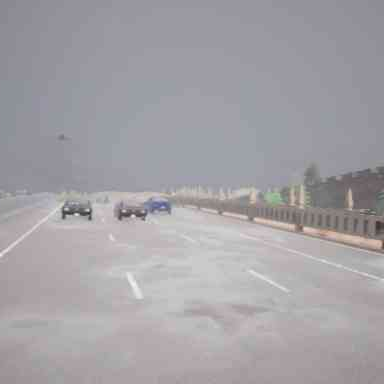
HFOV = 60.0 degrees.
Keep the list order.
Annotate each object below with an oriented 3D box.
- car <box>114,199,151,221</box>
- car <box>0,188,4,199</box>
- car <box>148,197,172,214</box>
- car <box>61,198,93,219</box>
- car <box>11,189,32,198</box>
[{"bbox_3d":[-4.504,1.261,23.952,1.895,1.301,4.718,3,0,-18],"label":"car"},{"bbox_3d":[-24.507,-0.009,40.457,2.097,1.767,4.553,3,-1,-17],"label":"car"},{"bbox_3d":[-3.297,1.172,31.755,1.882,1.535,5.008,3,0,-18],"label":"car"},{"bbox_3d":[-7.826,1.085,22.862,1.895,1.301,4.718,3,0,-18],"label":"car"},{"bbox_3d":[-21.173,0.341,41.486,1.812,1.442,4.674,3,-2,-17],"label":"car"}]
